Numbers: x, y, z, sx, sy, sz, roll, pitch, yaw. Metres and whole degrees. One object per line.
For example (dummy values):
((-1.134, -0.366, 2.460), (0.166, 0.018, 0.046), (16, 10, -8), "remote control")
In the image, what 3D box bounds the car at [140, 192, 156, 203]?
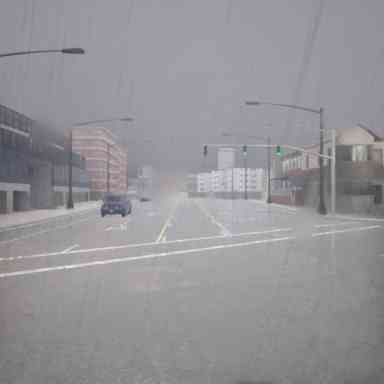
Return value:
((-7.794, 1.070, 56.902), (1.882, 1.535, 5.008), (0, 1, -1), "car")

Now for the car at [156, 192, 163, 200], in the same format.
((-8.443, 0.968, 82.022), (2.150, 2.045, 5.566), (0, -1, -1), "car")

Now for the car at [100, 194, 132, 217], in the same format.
((-7.148, 1.283, 31.880), (2.150, 2.045, 5.566), (0, 1, -1), "car")
